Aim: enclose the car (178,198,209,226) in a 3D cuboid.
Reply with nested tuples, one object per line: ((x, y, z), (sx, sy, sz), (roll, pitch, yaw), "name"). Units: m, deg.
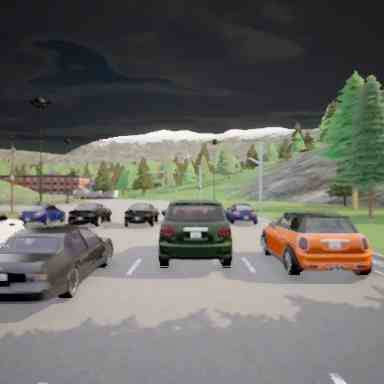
((0.061, 1.377, 24.565), (2.097, 1.767, 4.553), (0, 0, -1), "car")

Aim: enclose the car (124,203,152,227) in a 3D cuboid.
((-3.416, 1.501, 23.110), (1.882, 1.535, 5.008), (0, 0, 0), "car")

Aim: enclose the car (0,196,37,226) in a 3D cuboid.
((-6.903, 1.225, 9.488), (2.150, 2.045, 5.566), (0, -1, 0), "car")

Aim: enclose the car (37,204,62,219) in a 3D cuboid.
((-10.416, 1.550, 23.338), (1.812, 1.442, 4.674), (0, 0, 0), "car")

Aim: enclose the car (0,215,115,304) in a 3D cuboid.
((-3.398, 1.556, 8.364), (2.033, 1.411, 5.357), (0, 0, 0), "car")

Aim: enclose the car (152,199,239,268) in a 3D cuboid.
((0.100, 1.234, 11.502), (2.150, 2.045, 5.566), (0, 0, 0), "car")

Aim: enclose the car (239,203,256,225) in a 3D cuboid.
((3.566, 1.550, 24.381), (1.812, 1.442, 4.674), (0, 0, -1), "car")

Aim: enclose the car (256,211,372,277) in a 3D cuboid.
((3.600, 1.363, 10.487), (2.097, 1.767, 4.553), (0, 0, 0), "car")

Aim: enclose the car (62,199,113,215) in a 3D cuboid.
((-6.922, 1.502, 23.128), (1.882, 1.535, 5.008), (0, 0, 1), "car")
